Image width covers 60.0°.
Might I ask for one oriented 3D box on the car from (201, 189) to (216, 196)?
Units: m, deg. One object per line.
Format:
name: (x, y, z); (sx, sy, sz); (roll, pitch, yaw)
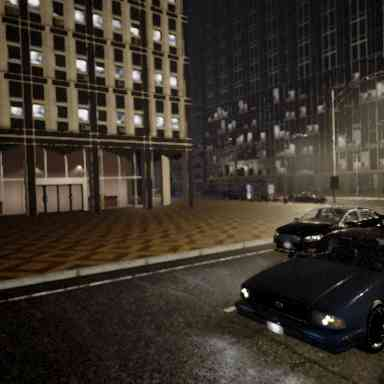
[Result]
car: (3.550, 0.065, 65.112); (1.802, 1.307, 4.206); (-2, 2, -35)

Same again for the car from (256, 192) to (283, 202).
car: (9.563, 0.613, 41.608); (1.802, 1.307, 4.206); (-2, 2, -35)

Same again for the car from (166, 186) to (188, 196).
car: (-2.855, -0.149, 64.319); (2.097, 1.767, 4.553); (-3, 2, -35)

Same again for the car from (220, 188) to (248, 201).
car: (6.365, 0.545, 46.306); (1.947, 1.339, 4.313); (-2, 2, -35)

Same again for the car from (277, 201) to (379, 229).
car: (4.779, 1.237, 11.175); (4.902, 1.511, 2.128); (-2, 1, -36)

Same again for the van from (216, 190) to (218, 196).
van: (6.789, -0.125, 60.439); (1.690, 1.788, 3.998); (-2, 2, -35)

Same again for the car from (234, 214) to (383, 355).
car: (3.276, 1.396, 6.080); (5.357, 1.411, 2.033); (-2, 1, -36)

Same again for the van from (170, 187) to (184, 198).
van: (-3.331, 0.167, 60.327); (1.690, 1.788, 3.998); (-2, 2, -35)

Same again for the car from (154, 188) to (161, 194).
car: (-6.193, -0.357, 79.102); (2.192, 1.841, 5.009); (-2, 2, -35)

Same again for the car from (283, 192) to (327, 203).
car: (12.794, 0.647, 36.929); (1.947, 1.339, 4.313); (-2, 2, -35)

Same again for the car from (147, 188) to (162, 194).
car: (-9.436, -0.284, 83.771); (1.967, 1.590, 4.097); (-2, 2, -35)

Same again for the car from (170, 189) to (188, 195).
car: (-2.941, -0.039, 74.444); (1.802, 1.307, 4.206); (-2, 2, -35)

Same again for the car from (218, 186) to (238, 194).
car: (6.718, 0.320, 50.422); (1.882, 1.535, 5.008); (-3, 2, -35)
